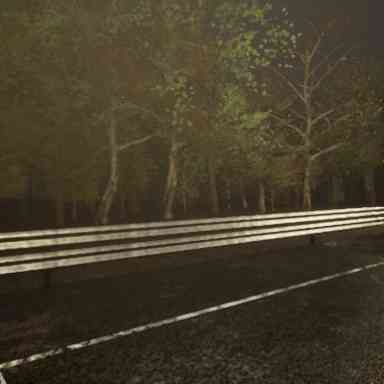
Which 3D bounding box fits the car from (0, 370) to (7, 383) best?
[{"bbox_3d":[-3.456,1.508,1.270,4.902,1.511,2.128,-1,0,-36],"label":"car"}]
